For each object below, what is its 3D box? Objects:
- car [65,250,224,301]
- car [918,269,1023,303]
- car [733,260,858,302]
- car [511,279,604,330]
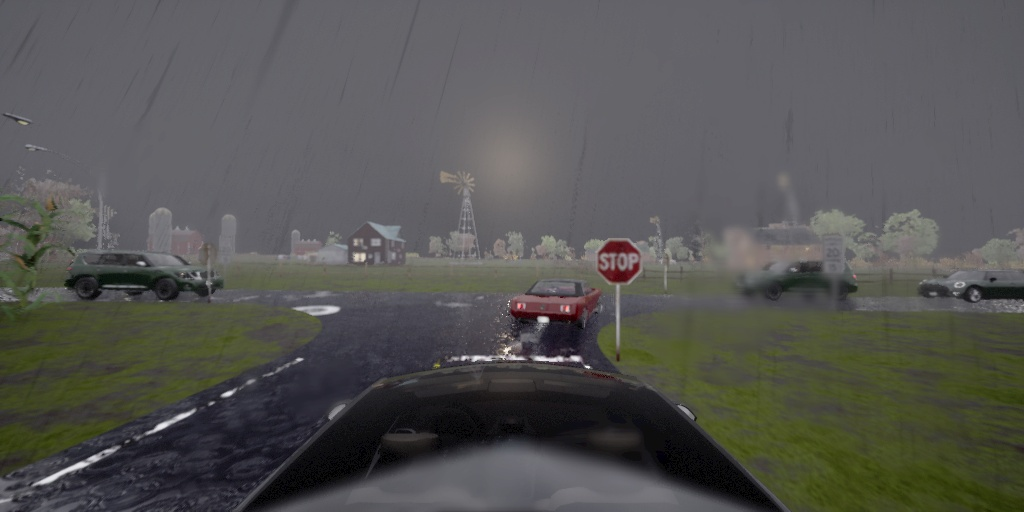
[{"bbox_3d":[-15.976,0.806,15.769,5.566,2.045,2.150,1,-1,0],"label":"car"},{"bbox_3d":[24.460,1.495,18.892,4.553,1.767,2.097,1,-1,0],"label":"car"},{"bbox_3d":[14.776,1.244,18.853,5.566,2.045,2.150,1,-1,0],"label":"car"},{"bbox_3d":[1.674,1.379,11.439,1.895,1.301,4.718,0,0,22],"label":"car"}]
